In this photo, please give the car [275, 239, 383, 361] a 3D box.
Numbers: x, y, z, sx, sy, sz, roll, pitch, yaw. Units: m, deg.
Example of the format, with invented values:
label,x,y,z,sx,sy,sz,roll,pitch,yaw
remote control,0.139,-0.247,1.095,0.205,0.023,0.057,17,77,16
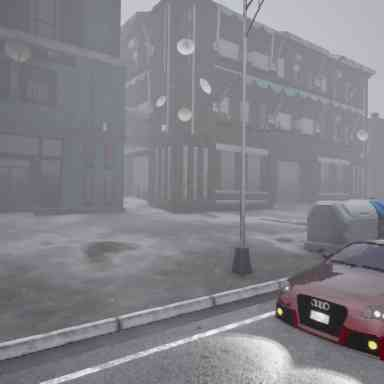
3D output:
label,x,y,z,sx,sy,sz,roll,pitch,yaw
car,3.408,1.573,5.826,4.181,1.385,1.994,0,0,-36
